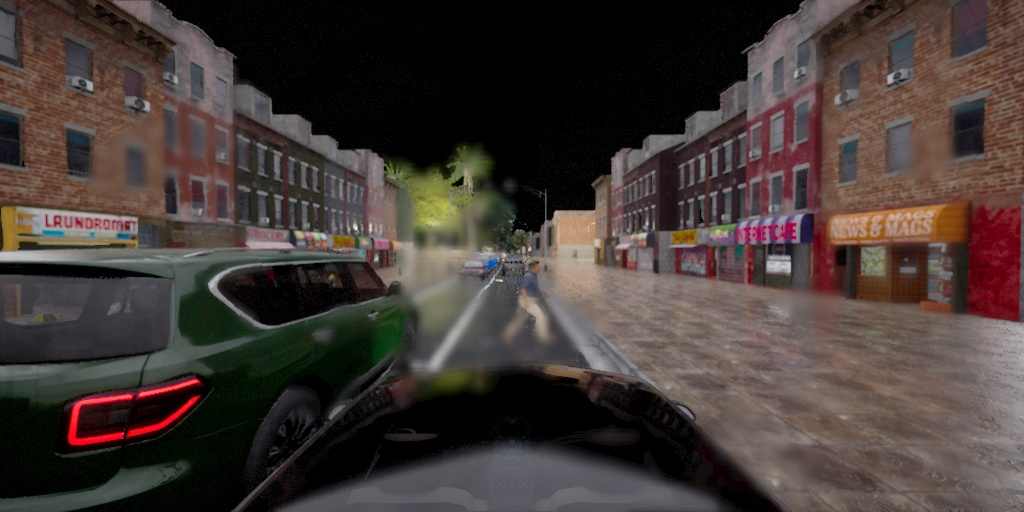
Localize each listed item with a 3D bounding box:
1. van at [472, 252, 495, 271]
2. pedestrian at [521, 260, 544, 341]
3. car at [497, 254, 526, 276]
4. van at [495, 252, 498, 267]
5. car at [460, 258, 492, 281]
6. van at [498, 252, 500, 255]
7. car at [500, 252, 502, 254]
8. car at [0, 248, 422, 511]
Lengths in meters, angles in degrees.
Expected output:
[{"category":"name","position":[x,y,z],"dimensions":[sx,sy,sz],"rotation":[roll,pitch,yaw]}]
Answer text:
[{"category":"van","position":[-2.606,0.648,30.744],"dimensions":[1.690,1.789,3.998],"rotation":[0,0,0]},{"category":"pedestrian","position":[0.427,0.949,7.579],"dimensions":[0.375,1.860,0.375],"rotation":[0,1,0]},{"category":"car","position":[0.128,0.804,30.372],"dimensions":[2.128,1.511,4.902],"rotation":[0,1,0]},{"category":"van","position":[-2.600,0.569,36.208],"dimensions":[1.690,1.789,3.998],"rotation":[0,0,0]},{"category":"car","position":[-2.613,0.968,25.280],"dimensions":[1.802,1.307,4.207],"rotation":[0,0,0]},{"category":"van","position":[-2.594,0.490,41.672],"dimensions":[1.690,1.789,3.998],"rotation":[0,0,0]},{"category":"car","position":[-2.582,0.543,52.599],"dimensions":[2.007,1.370,4.403],"rotation":[0,0,0]},{"category":"car","position":[-2.748,0.932,4.329],"dimensions":[2.150,2.045,5.566],"rotation":[0,1,0]}]
